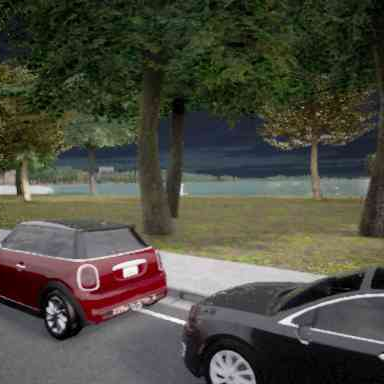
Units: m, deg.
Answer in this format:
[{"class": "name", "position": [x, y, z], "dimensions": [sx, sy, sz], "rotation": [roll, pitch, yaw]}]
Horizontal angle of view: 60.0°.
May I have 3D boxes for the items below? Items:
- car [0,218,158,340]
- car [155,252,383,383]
[{"class": "car", "position": [-2.737, 1.310, 6.716], "dimensions": [4.553, 1.767, 2.097], "rotation": [0, 0, 36]}, {"class": "car", "position": [2.120, 1.506, 3.245], "dimensions": [4.892, 1.490, 1.837], "rotation": [1, 0, 36]}]
